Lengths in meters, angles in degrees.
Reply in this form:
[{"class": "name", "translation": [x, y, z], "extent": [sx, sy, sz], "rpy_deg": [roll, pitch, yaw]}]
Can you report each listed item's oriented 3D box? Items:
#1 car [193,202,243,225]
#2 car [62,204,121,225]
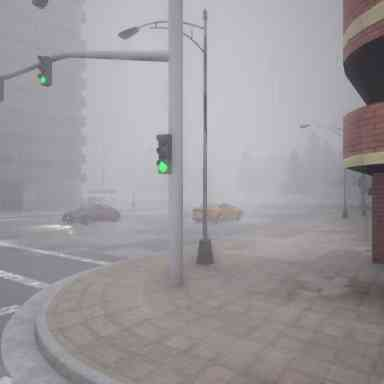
[{"class": "car", "translation": [2.022, 1.477, 24.648], "extent": [1.882, 1.535, 5.008], "rpy_deg": [0, 0, 36]}, {"class": "car", "translation": [-7.213, 1.564, 24.116], "extent": [1.994, 1.385, 4.181], "rpy_deg": [0, 0, 36]}]
